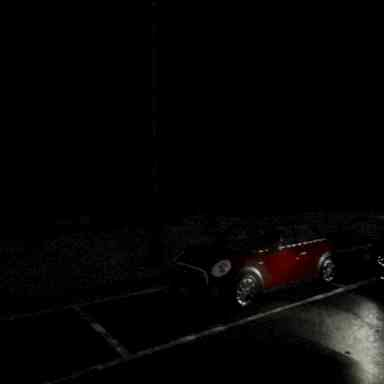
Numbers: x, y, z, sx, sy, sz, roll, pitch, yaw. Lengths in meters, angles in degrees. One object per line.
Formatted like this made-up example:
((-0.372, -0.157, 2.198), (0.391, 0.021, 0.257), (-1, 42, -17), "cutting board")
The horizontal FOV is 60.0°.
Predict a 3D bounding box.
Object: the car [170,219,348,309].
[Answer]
((1.487, 1.408, 7.706), (4.097, 1.590, 1.967), (0, 0, -35), "car")

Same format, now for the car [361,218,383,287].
((6.288, 1.422, 7.862), (5.008, 1.535, 1.882), (0, 0, -35), "car")

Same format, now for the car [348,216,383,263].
((6.054, 1.486, 10.964), (4.403, 1.369, 2.008), (0, 0, -35), "car")
